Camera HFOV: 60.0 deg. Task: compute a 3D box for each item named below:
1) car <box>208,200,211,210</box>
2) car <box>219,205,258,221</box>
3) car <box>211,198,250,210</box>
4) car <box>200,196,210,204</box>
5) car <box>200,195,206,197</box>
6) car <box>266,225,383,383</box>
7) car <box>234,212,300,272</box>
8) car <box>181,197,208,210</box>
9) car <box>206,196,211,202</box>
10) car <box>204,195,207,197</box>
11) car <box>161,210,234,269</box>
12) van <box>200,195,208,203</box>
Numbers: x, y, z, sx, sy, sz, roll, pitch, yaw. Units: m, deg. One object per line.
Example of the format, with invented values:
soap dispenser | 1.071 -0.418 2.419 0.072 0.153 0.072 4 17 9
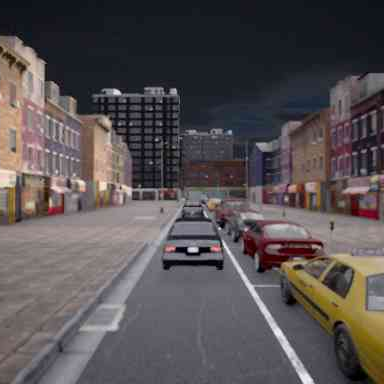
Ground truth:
car | 2.647 1.572 26.982 2.008 1.369 4.403 1 0 0
car | 2.647 1.559 16.034 2.008 1.369 4.403 1 0 0
car | 2.649 1.329 21.509 2.192 1.841 5.009 1 0 0
car | 2.650 1.627 70.770 1.967 1.590 4.097 0 0 0
car | 2.648 1.695 59.821 1.947 1.339 4.313 0 0 0
car | 2.646 1.526 5.256 1.752 1.417 4.829 1 0 0
car | 2.646 1.549 10.561 1.887 1.381 4.507 1 0 0
car | 0.075 1.519 29.947 2.128 1.511 4.902 0 0 0
car | 3.019 1.529 40.215 1.882 1.535 5.008 0 0 0
car | 3.028 1.601 47.216 1.812 1.442 4.674 0 0 0
car | 0.045 1.552 11.147 2.033 1.411 5.357 0 0 0
van | 2.651 1.558 76.245 1.690 1.788 3.998 0 0 0
